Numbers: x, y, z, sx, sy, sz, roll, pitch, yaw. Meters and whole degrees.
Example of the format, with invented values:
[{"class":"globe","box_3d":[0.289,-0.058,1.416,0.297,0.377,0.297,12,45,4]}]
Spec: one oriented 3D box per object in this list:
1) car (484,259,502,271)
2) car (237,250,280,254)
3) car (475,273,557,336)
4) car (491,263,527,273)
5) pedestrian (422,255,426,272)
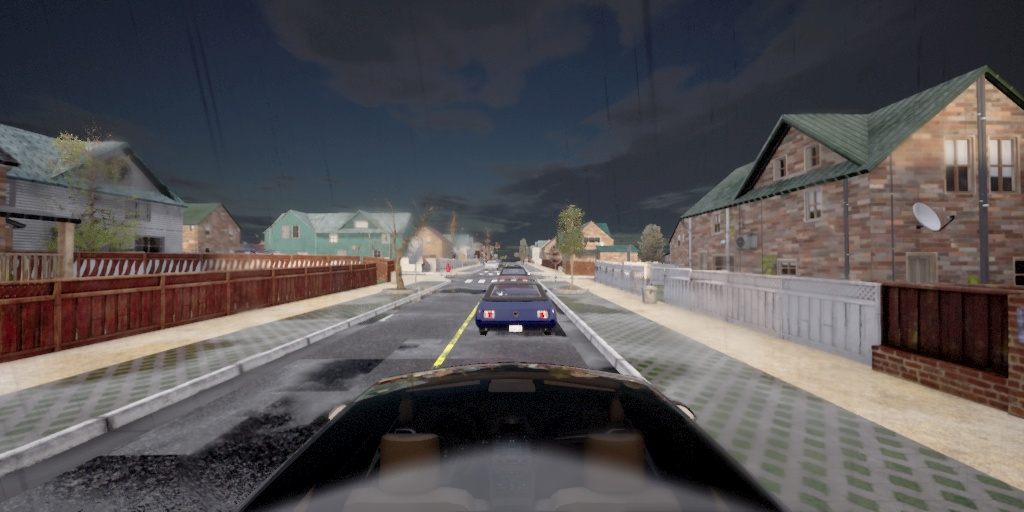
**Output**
[{"class":"car","box_3d":[-2.812,1.356,50.120,1.812,1.442,4.674,0,0,0]},{"class":"car","box_3d":[-22.467,0.512,32.944,5.566,2.045,2.150,1,-1,0]},{"class":"car","box_3d":[0.097,1.355,10.341,1.895,1.301,4.718,0,0,0]},{"class":"car","box_3d":[0.094,1.314,21.118,2.033,1.411,5.357,0,0,0]},{"class":"pedestrian","box_3d":[-9.607,0.819,38.792,0.375,1.860,0.375,0,-2,0]}]
